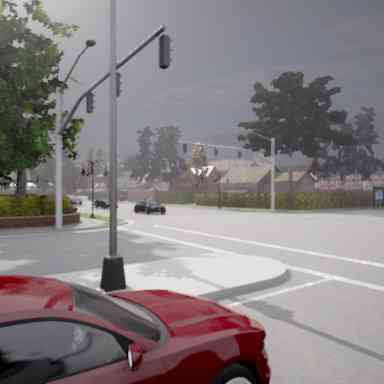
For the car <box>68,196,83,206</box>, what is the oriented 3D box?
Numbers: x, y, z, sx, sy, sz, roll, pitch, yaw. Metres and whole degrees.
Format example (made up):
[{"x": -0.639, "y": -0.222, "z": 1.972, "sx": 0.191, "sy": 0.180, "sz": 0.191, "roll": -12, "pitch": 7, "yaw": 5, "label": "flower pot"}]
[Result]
[{"x": -19.884, "y": 1.486, "z": 55.853, "sx": 2.128, "sy": 1.511, "sz": 4.902, "roll": 0, "pitch": 0, "yaw": -36, "label": "car"}]

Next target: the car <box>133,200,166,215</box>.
[{"x": -4.416, "y": 1.560, "z": 34.498, "sx": 1.994, "sy": 1.385, "sz": 4.181, "roll": 0, "pitch": 0, "yaw": -36, "label": "car"}]

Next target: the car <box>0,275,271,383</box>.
[{"x": -1.489, "y": 1.478, "z": 2.706, "sx": 5.008, "sy": 1.535, "sz": 1.882, "roll": 0, "pitch": 0, "yaw": -35, "label": "car"}]

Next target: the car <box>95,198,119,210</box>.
[{"x": -11.282, "y": 1.488, "z": 43.960, "sx": 2.128, "sy": 1.511, "sz": 4.902, "roll": 0, "pitch": 0, "yaw": -36, "label": "car"}]
